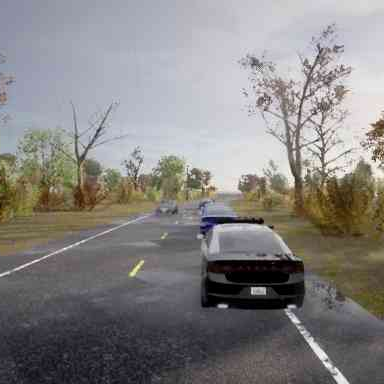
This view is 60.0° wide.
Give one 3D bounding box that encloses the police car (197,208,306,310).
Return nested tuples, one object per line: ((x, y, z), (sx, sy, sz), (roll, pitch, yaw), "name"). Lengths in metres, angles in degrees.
((1.145, 1.428, 8.069), (1.930, 1.638, 5.238), (0, 0, 1), "police car")

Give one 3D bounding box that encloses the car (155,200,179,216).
((-2.404, 1.524, 32.867), (2.128, 1.511, 4.902), (0, 0, 3), "car")

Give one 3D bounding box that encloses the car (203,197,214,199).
((2.048, 1.605, 46.562), (1.812, 1.442, 4.674), (0, 0, 6), "car")

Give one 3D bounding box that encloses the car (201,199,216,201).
((1.648, 1.492, 23.881), (1.882, 1.535, 5.008), (0, 0, 3), "car")

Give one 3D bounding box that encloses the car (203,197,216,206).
((3.211, 1.637, 60.344), (2.128, 1.511, 4.902), (0, 0, 6), "car")

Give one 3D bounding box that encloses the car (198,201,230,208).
((1.411, 1.486, 17.912), (1.882, 1.535, 5.008), (0, 0, 2), "car")
